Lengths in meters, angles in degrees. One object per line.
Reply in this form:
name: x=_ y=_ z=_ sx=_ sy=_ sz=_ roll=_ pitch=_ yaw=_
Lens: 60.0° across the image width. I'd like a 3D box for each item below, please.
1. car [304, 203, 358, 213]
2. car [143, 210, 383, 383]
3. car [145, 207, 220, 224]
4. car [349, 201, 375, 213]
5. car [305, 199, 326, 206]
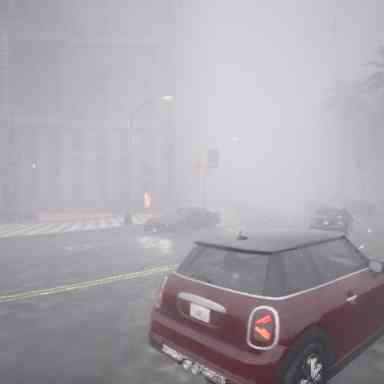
car: x=7.722 y=1.539 z=18.298 sx=2.033 sy=1.411 sz=5.357 roll=0 pitch=0 yaw=29
car: x=1.637 y=1.349 z=5.106 sx=4.553 sy=1.767 sz=2.097 roll=0 pitch=0 yaw=-43
car: x=-0.324 y=1.533 z=18.680 sx=2.033 sy=1.411 sz=5.357 roll=0 pitch=0 yaw=35
car: x=16.629 y=1.586 z=33.582 sx=1.895 sy=1.301 sz=4.718 roll=0 pitch=0 yaw=9
car: x=13.375 y=1.506 z=35.693 sx=1.812 sy=1.442 sz=4.674 roll=0 pitch=0 yaw=7
